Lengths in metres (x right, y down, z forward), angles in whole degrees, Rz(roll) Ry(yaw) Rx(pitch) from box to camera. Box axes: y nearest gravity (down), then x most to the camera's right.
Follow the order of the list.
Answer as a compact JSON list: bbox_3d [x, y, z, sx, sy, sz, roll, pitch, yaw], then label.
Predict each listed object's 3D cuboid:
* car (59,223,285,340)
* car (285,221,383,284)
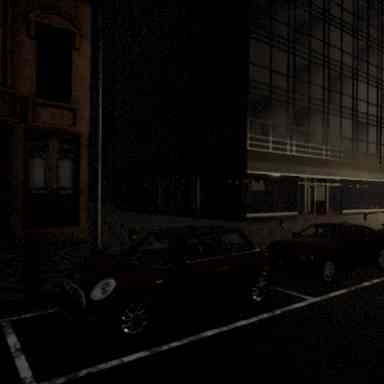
[{"bbox_3d":[-0.377,1.443,6.486,4.097,1.590,1.967,0,1,-36],"label":"car"},{"bbox_3d":[4.064,1.554,9.659,4.507,1.381,1.887,0,1,-36],"label":"car"}]
